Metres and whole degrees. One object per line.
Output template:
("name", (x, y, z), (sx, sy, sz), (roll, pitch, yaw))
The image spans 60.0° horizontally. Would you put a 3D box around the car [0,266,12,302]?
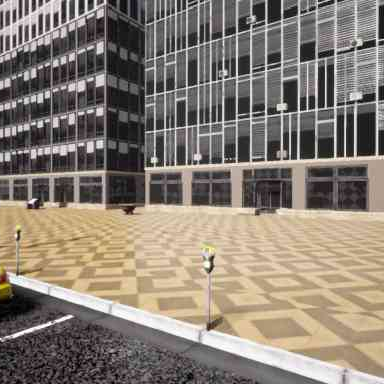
("car", (-5.565, 1.526, 6.835), (4.829, 1.417, 1.752), (0, 0, 35))
